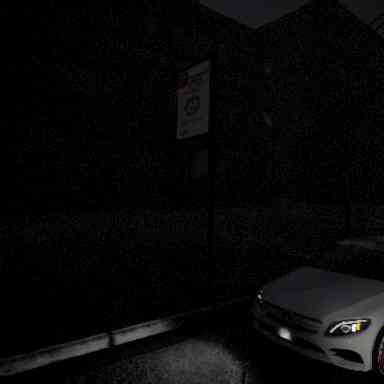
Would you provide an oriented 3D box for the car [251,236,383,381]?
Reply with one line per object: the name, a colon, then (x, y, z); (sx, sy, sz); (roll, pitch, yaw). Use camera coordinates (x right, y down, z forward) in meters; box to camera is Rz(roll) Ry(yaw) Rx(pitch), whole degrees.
car: (3.077, 1.529, 5.579); (4.674, 1.442, 1.812); (0, 0, -36)
